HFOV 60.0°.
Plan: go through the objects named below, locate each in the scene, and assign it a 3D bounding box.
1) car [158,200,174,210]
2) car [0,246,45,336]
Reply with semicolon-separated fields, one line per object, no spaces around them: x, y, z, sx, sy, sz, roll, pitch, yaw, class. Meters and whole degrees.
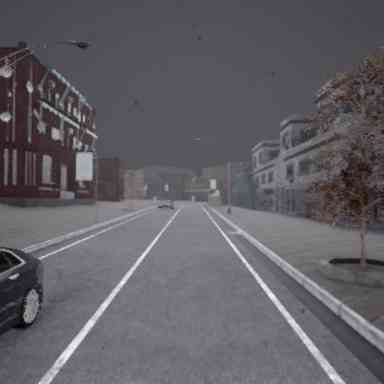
-3.585;1.768;46.786;1.994;1.385;4.181;0;0;0;car
-3.600;1.523;4.201;1.837;1.490;4.892;0;0;0;car
